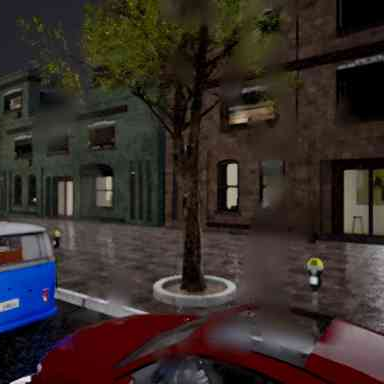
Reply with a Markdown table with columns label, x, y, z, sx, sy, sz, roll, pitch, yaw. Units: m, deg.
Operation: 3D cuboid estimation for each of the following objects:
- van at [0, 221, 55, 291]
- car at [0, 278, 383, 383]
| label | x | y | z | sx | sy | sz | roll | pitch | yaw |
| --- | --- | --- | --- | --- | --- | --- | --- | --- | --- |
| van | -4.092 | 1.379 | 5.802 | 3.998 | 1.788 | 1.690 | 0 | 0 | 36 |
| car | 0.422 | 1.587 | 2.574 | 4.206 | 1.307 | 1.802 | 0 | 0 | 36 |
